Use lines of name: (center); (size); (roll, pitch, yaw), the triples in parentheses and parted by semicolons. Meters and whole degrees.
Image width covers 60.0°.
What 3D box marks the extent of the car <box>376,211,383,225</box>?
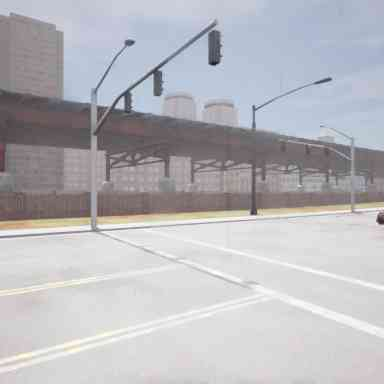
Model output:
car: (14.555, 1.551, 22.945); (4.181, 1.385, 1.994); (0, 0, -35)
